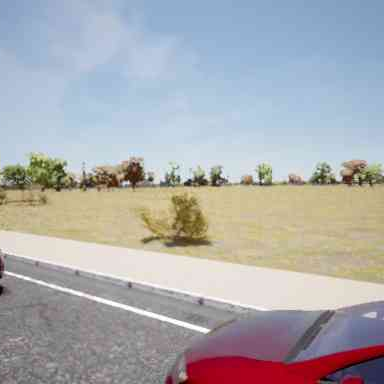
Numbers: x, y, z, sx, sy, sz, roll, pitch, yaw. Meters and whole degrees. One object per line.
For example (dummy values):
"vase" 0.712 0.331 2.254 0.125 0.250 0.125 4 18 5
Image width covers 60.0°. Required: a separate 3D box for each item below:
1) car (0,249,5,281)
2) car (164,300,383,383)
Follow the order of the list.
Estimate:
"car" -6.369 1.545 8.206 4.674 1.442 1.812 0 0 36
"car" 1.771 1.566 2.449 4.181 1.385 1.994 0 0 35
